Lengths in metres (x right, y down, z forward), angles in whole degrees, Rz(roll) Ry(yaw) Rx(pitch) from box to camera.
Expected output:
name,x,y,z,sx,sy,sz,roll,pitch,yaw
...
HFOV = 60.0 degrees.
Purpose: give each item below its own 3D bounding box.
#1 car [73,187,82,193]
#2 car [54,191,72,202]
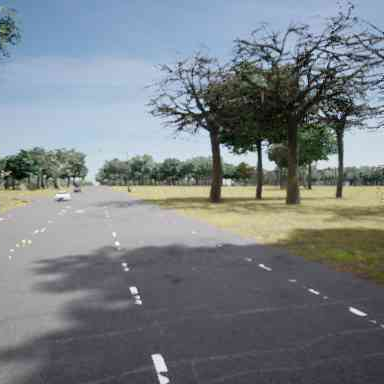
name,x,y,z,sx,sy,sz,roll,pitch,yaw
car,-29.568,-0.514,86.059,2.033,1.411,5.357,-2,2,-16
car,-18.007,0.592,46.298,1.812,1.442,4.674,-2,2,-16
